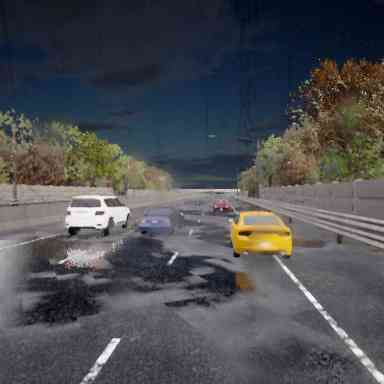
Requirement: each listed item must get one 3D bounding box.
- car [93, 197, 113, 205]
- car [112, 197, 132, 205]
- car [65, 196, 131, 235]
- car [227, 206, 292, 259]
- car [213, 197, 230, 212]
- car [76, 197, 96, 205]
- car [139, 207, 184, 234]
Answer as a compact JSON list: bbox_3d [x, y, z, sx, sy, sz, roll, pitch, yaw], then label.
[{"bbox_3d":[-16.006,1.654,59.971,1.895,1.301,4.718,0,0,5],"label":"car"},{"bbox_3d":[-12.527,1.600,59.676,2.033,1.411,5.357,0,0,5],"label":"car"},{"bbox_3d":[-5.169,1.229,19.004,2.150,2.045,5.566,0,0,5],"label":"car"},{"bbox_3d":[2.469,1.484,12.766,1.882,1.535,5.008,0,0,5],"label":"car"},{"bbox_3d":[3.415,1.628,38.498,1.895,1.301,4.718,0,0,5],"label":"car"},{"bbox_3d":[-19.410,1.618,61.177,1.994,1.385,4.181,0,0,5],"label":"car"},{"bbox_3d":[-1.645,1.557,19.167,2.033,1.411,5.357,0,0,5],"label":"car"}]
